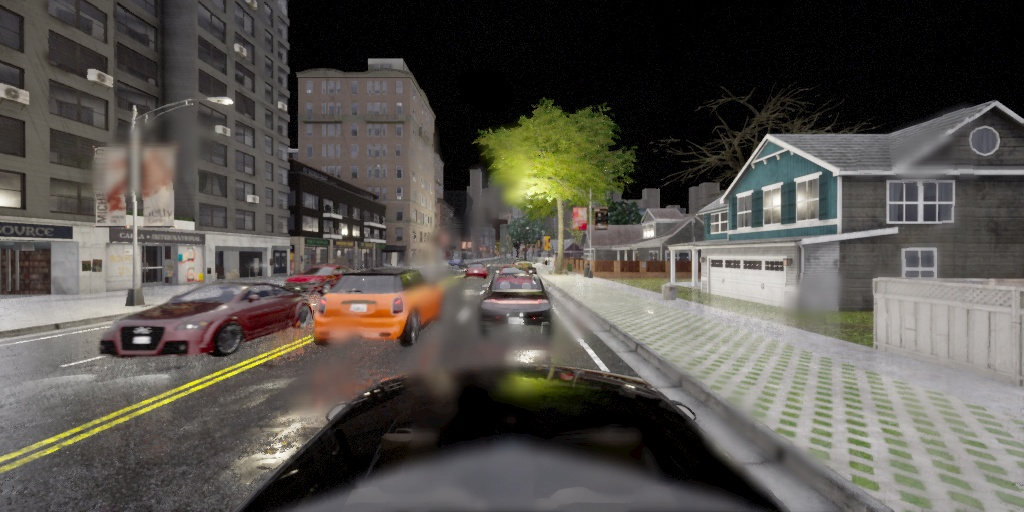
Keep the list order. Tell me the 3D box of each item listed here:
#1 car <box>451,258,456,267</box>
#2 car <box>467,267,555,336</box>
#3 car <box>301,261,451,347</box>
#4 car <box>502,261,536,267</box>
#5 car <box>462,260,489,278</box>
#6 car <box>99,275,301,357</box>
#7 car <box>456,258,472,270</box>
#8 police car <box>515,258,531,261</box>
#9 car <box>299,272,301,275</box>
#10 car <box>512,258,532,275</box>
[{"bbox_3d":[-9.752,1.163,62.516,1.882,1.535,5.008,0,0,1],"label":"car"},{"bbox_3d":[0.112,1.239,10.375,2.128,1.511,4.902,0,0,0],"label":"car"},{"bbox_3d":[-3.141,1.099,9.487,2.097,1.767,4.553,0,0,0],"label":"car"},{"bbox_3d":[0.120,1.219,19.879,1.882,1.535,5.008,0,0,0],"label":"car"},{"bbox_3d":[-3.117,1.290,32.924,1.994,1.385,4.181,0,0,0],"label":"car"},{"bbox_3d":[-6.592,1.312,8.377,1.994,1.385,4.181,0,0,0],"label":"car"},{"bbox_3d":[-6.546,1.202,52.223,1.837,1.490,4.892,0,1,0],"label":"car"},{"bbox_3d":[1.005,1.155,29.608,1.930,1.638,5.238,0,0,0],"label":"police car"},{"bbox_3d":[-9.832,1.219,18.925,1.882,1.535,5.008,0,0,0],"label":"car"},{"bbox_3d":[1.015,1.068,39.468,2.097,1.767,4.553,0,0,0],"label":"car"}]
